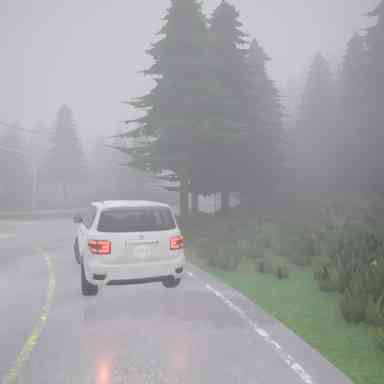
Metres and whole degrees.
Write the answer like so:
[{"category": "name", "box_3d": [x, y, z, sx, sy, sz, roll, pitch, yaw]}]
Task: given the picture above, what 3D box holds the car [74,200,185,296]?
[{"category": "car", "box_3d": [-1.917, 1.221, 9.031, 2.150, 2.045, 5.566, 0, 0, -20]}]
